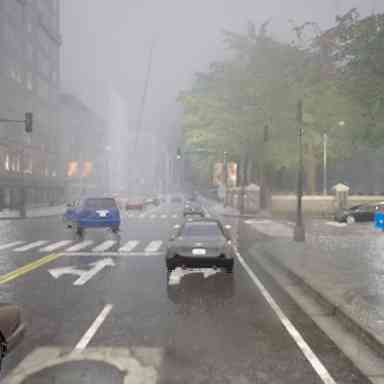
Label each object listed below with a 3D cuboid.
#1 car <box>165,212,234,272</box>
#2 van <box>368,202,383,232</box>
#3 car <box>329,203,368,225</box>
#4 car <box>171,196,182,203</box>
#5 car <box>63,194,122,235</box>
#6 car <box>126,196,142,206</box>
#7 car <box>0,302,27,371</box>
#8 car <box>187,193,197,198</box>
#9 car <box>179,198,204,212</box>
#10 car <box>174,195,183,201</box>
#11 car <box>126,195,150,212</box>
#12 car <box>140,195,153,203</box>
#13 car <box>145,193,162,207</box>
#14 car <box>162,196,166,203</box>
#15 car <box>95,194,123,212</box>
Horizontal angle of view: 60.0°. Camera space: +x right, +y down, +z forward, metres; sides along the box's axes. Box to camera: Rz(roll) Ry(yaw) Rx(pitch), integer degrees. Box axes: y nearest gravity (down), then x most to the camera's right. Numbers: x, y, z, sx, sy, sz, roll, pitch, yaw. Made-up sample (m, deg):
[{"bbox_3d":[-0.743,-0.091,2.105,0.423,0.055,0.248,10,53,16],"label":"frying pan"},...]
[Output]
[{"bbox_3d":[0.332,1.567,10.915,1.994,1.385,4.181,0,0,4],"label":"car"},{"bbox_3d":[12.172,1.410,18.128,3.998,1.788,1.690,0,0,1],"label":"van"},{"bbox_3d":[12.517,1.577,24.089,4.892,1.490,1.837,-1,0,-1],"label":"car"},{"bbox_3d":[-3.223,1.478,67.850,2.128,1.511,4.902,0,0,0],"label":"car"},{"bbox_3d":[-5.886,1.218,19.231,2.150,2.045,5.566,1,0,-30],"label":"car"},{"bbox_3d":[-9.760,1.466,56.404,1.882,1.535,5.008,0,0,1],"label":"car"},{"bbox_3d":[-3.146,1.548,2.021,2.033,1.411,5.357,0,0,0],"label":"car"},{"bbox_3d":[0.028,1.481,67.850,1.837,1.490,4.892,0,0,0],"label":"car"},{"bbox_3d":[0.112,1.550,31.021,2.033,1.411,5.357,0,0,0],"label":"car"},{"bbox_3d":[-3.219,1.477,78.295,1.895,1.301,4.718,0,0,0],"label":"car"},{"bbox_3d":[-6.571,1.477,39.504,1.882,1.535,5.008,0,0,0],"label":"car"},{"bbox_3d":[-9.722,1.476,71.665,2.033,1.411,5.357,0,0,0],"label":"car"},{"bbox_3d":[-6.540,1.214,52.877,2.150,2.045,5.566,0,0,0],"label":"car"},{"bbox_3d":[-6.473,1.486,68.331,2.128,1.511,4.902,0,0,0],"label":"car"},{"bbox_3d":[-9.832,1.221,40.003,2.150,2.045,5.566,0,0,-1],"label":"car"}]
